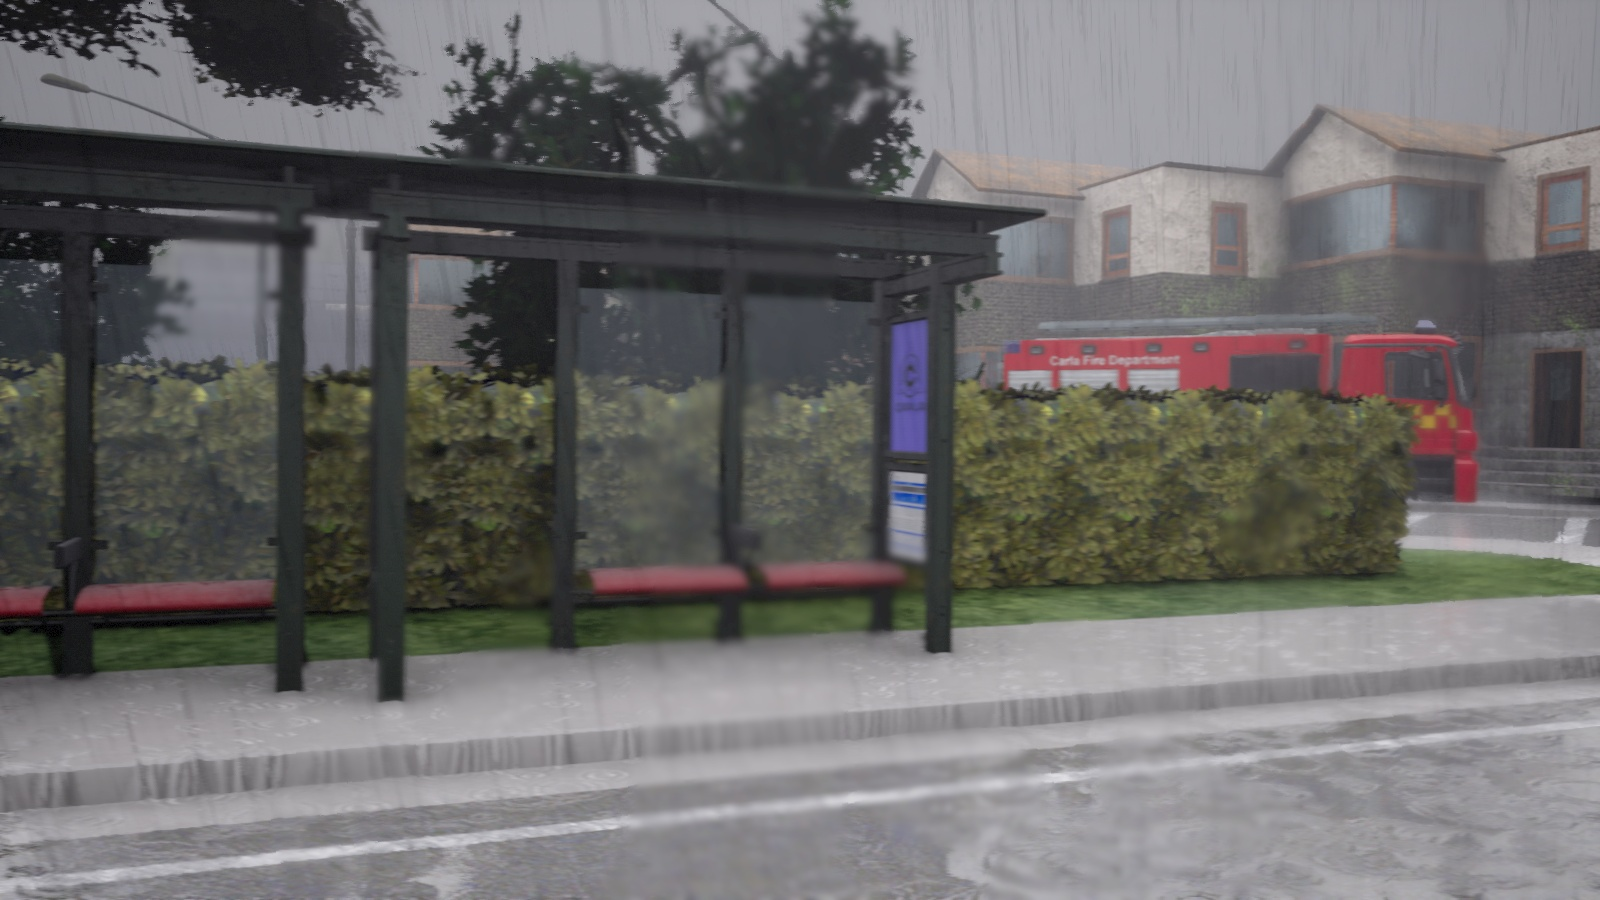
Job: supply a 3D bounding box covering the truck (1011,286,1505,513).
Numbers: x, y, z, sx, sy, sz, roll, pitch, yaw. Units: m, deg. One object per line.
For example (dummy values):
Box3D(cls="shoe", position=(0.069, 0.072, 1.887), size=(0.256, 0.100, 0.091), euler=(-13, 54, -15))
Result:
Box3D(cls="truck", position=(8.624, -0.854, 24.258), size=(8.468, 3.827, 2.891), euler=(0, 1, 24))
